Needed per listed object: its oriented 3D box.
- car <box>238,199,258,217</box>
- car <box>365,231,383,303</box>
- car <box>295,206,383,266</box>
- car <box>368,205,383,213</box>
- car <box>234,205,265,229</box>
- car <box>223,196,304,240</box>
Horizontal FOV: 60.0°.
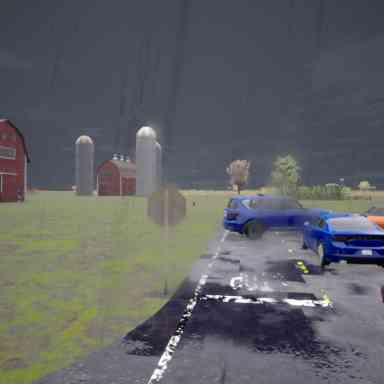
[{"bbox_3d":[5.557,1.502,32.976,1.837,1.490,4.892,0,0,9],"label":"car"},{"bbox_3d":[4.657,1.529,4.218,1.812,1.442,4.674,0,0,-10],"label":"car"},{"bbox_3d":[5.058,1.480,11.450,1.882,1.535,5.008,0,0,8],"label":"car"},{"bbox_3d":[9.037,1.371,15.654,2.097,1.767,4.553,0,0,-43],"label":"car"},{"bbox_3d":[3.880,1.601,22.673,1.895,1.301,4.718,0,0,9],"label":"car"},{"bbox_3d":[4.310,1.219,16.565,5.566,2.045,2.150,0,0,-6],"label":"car"}]
